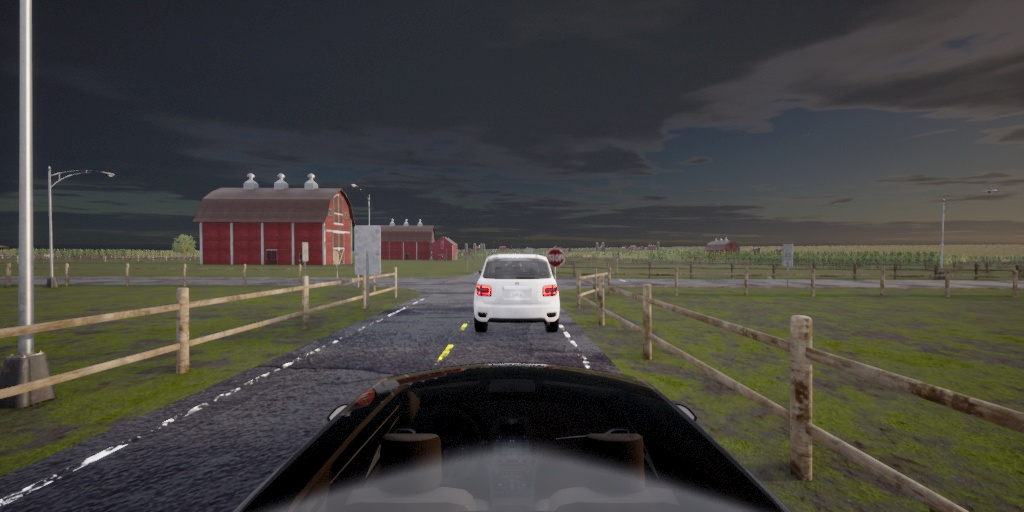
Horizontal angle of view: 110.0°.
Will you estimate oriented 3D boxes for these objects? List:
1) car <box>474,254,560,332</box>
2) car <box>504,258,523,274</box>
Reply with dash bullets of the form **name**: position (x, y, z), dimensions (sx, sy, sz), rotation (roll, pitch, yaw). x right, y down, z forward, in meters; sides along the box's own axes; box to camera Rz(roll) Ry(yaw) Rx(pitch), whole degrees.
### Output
- **car**: position (0.121, 0.967, 10.924), dimensions (2.150, 2.045, 5.566), rotation (0, 0, 0)
- **car**: position (0.189, 1.091, 42.269), dimensions (2.097, 1.767, 4.553), rotation (0, 0, 1)
